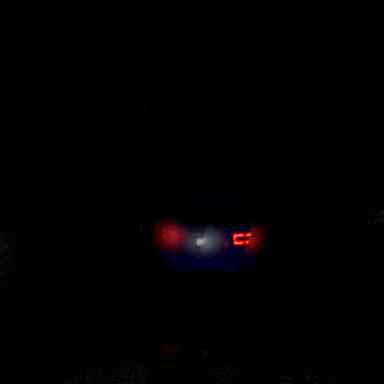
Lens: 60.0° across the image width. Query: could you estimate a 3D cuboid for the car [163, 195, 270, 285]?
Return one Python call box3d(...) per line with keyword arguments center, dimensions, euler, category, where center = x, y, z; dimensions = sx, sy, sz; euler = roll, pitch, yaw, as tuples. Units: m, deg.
box3d(center=(0.935, 1.093, 9.453), dimensions=(2.150, 2.045, 5.566), euler=(0, 1, 15), category="car")
